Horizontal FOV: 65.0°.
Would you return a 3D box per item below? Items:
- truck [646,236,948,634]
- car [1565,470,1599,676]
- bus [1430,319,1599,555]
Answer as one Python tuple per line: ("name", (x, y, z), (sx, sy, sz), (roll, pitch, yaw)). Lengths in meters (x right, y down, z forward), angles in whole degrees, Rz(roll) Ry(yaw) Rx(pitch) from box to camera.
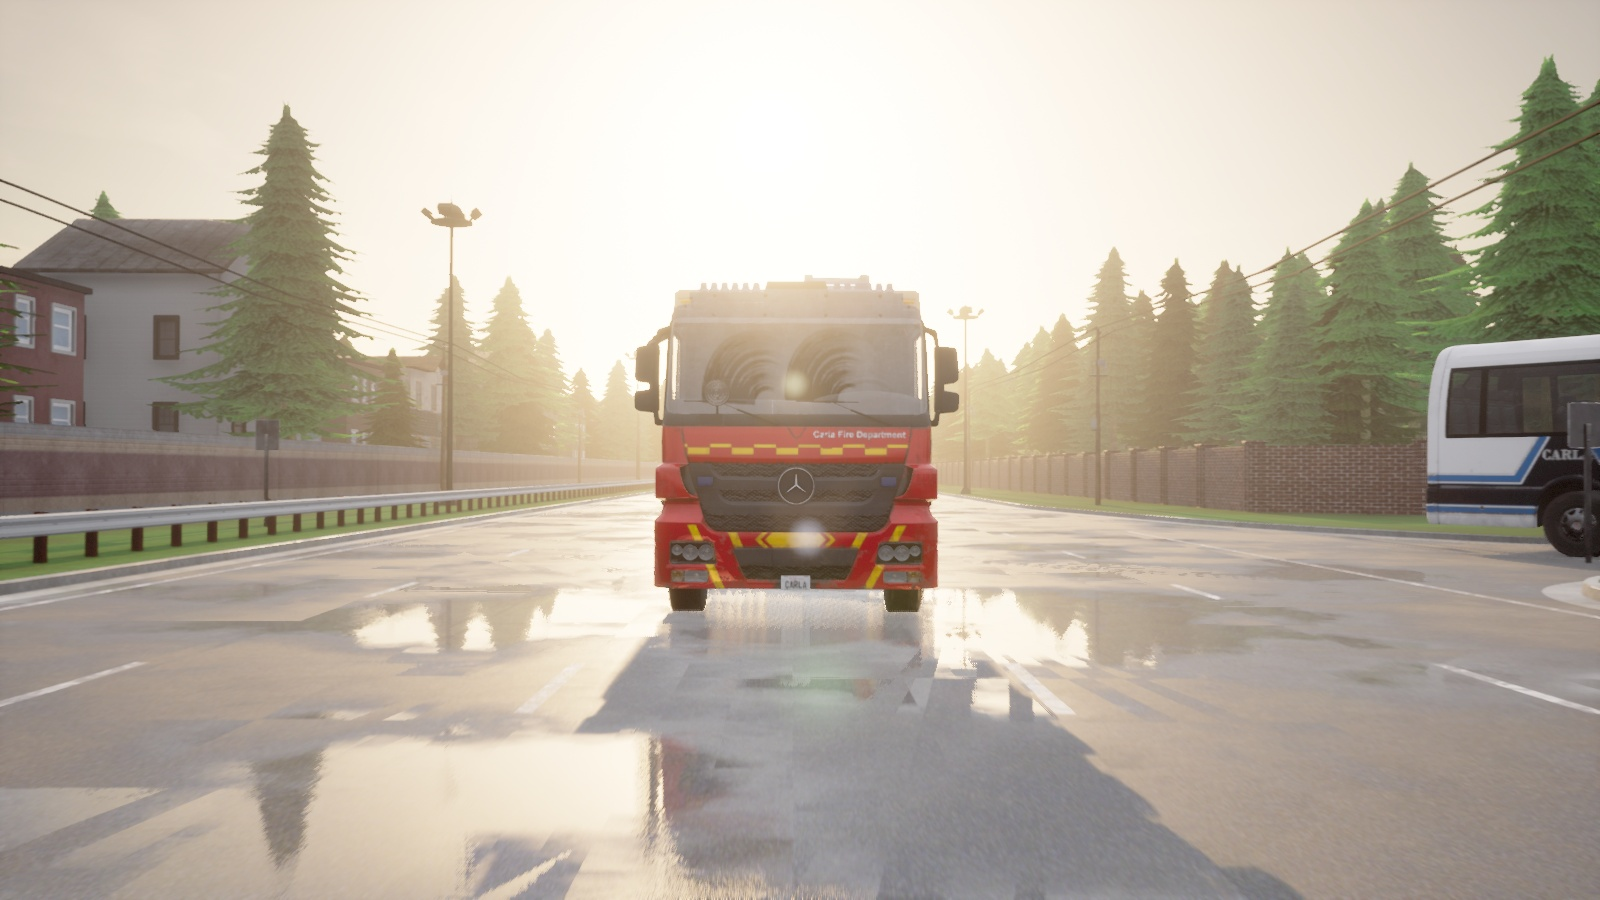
("truck", (-0.044, -0.077, 16.326), (2.891, 3.827, 8.468), (0, -1, 0))
("car", (6.600, 0.865, 7.184), (2.128, 1.511, 4.902), (0, -1, 10))
("bus", (17.232, -0.261, 22.125), (3.944, 4.253, 10.273), (0, -1, -36))
